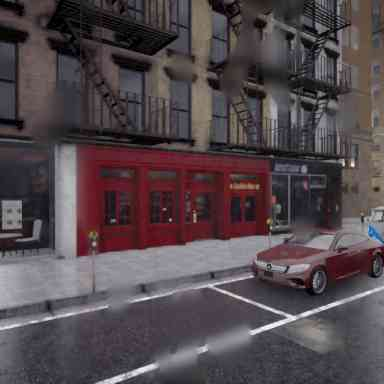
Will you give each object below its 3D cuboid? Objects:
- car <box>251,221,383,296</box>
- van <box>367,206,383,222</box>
[{"bbox_3d":[3.403,1.582,8.595,4.206,1.307,1.802,0,0,-35],"label":"car"},{"bbox_3d":[7.814,1.340,11.720,3.998,1.788,1.690,0,0,-35],"label":"van"}]
